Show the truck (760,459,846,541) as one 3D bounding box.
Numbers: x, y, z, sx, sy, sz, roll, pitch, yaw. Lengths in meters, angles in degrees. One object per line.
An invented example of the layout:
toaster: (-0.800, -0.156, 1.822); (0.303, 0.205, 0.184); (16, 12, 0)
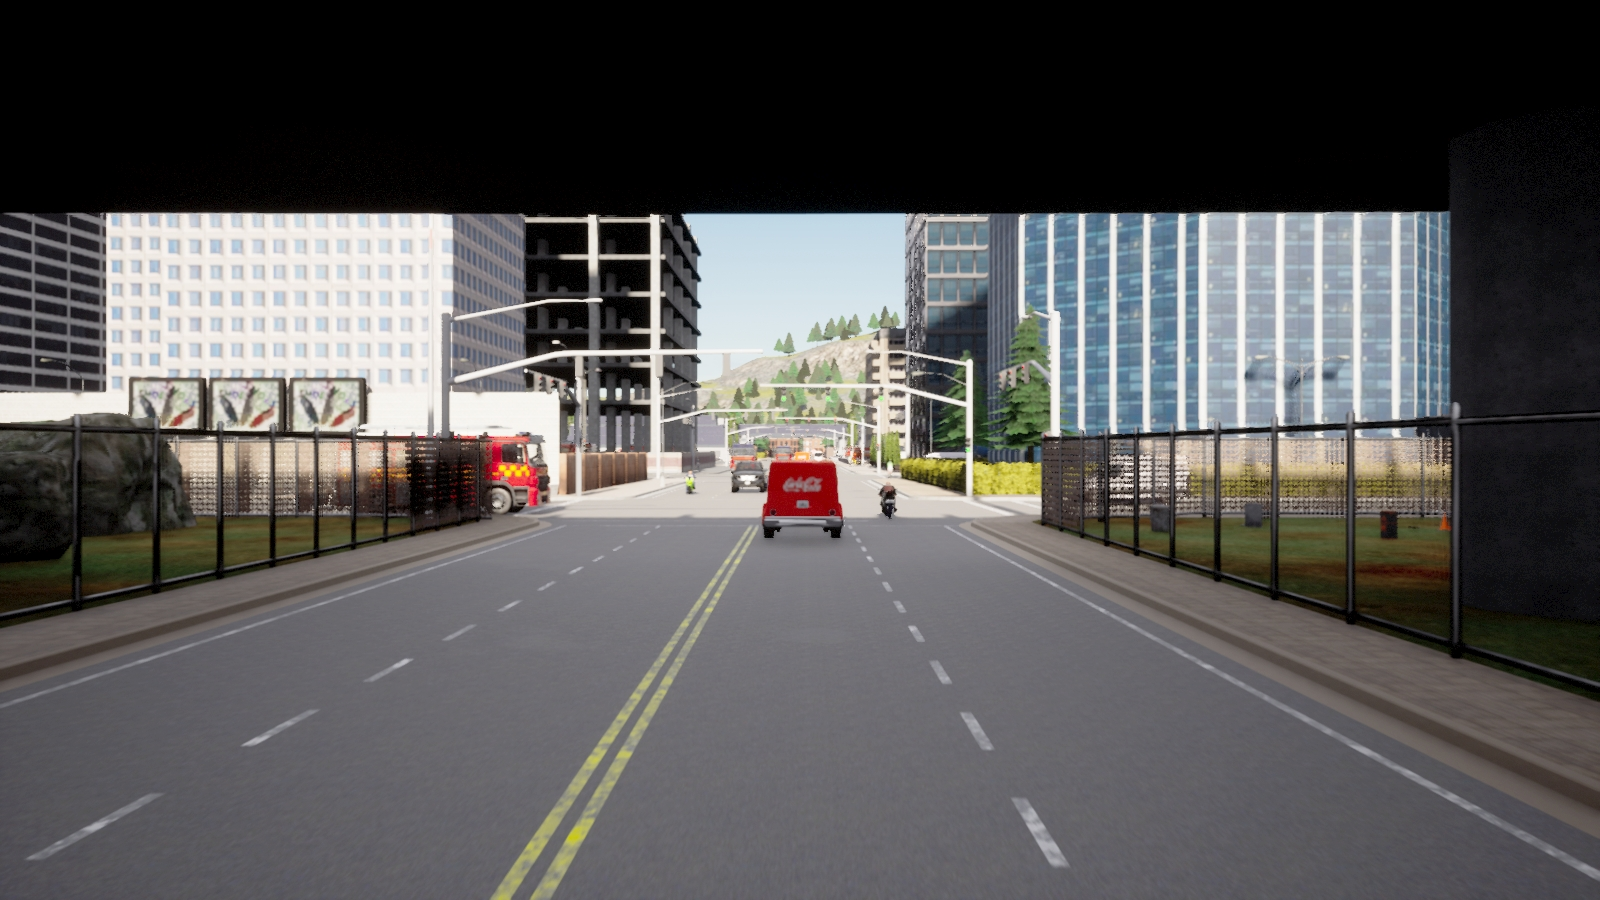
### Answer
truck: (0.061, 1.565, 37.708); (2.627, 2.467, 5.204); (0, 0, -1)

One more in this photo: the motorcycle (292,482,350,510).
motorcycle: (-22.028, 2.111, 52.584); (2.356, 1.277, 0.764); (0, 0, 0)

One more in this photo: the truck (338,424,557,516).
truck: (-14.923, 0.835, 48.810); (8.468, 3.827, 2.891); (0, 0, 0)

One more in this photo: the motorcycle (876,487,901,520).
motorcycle: (3.587, 2.171, 46.445); (0.867, 1.251, 2.209); (0, 0, 0)

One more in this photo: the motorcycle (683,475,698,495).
motorcycle: (-6.859, 2.182, 71.631); (0.803, 1.199, 2.033); (0, 0, 0)

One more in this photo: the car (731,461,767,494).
car: (-3.350, 1.775, 75.885); (2.150, 2.045, 5.566); (0, 0, 0)
